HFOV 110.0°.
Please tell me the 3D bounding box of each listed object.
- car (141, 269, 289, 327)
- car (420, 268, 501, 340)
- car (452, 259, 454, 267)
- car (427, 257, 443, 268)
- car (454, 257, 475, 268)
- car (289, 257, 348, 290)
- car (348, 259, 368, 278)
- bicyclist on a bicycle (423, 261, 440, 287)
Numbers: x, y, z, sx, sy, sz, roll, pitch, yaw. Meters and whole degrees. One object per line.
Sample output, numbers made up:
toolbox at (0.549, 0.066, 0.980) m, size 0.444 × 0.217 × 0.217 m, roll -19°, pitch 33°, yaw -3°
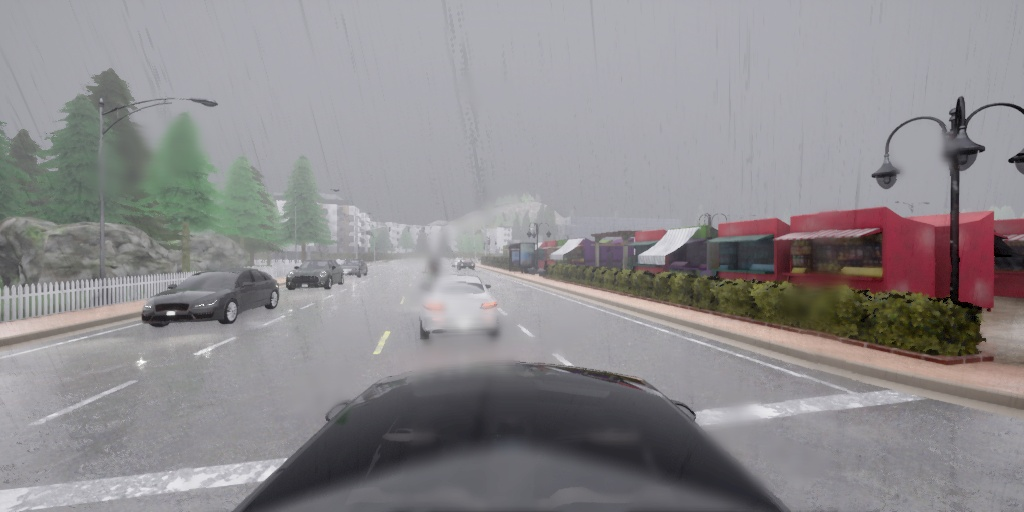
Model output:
car at (-9.201, 1.190, 11.465) m, size 1.837 × 1.490 × 4.892 m, roll 0°, pitch 0°, yaw -13°
car at (-1.487, 1.225, 9.761) m, size 1.812 × 1.442 × 4.674 m, roll 0°, pitch 0°, yaw -12°
car at (-7.706, 0.905, 52.624) m, size 1.812 × 1.442 × 4.674 m, roll 0°, pitch 0°, yaw -13°
car at (-10.919, 0.897, 50.798) m, size 1.837 × 1.490 × 4.892 m, roll 0°, pitch 0°, yaw -13°
car at (-5.677, 1.047, 43.744) m, size 1.895 × 1.301 × 4.718 m, roll 0°, pitch 0°, yaw -13°
car at (-11.417, 0.965, 21.062) m, size 2.097 × 1.767 × 4.553 m, roll 0°, pitch 0°, yaw -13°
car at (-13.627, 1.033, 30.681) m, size 2.128 × 1.511 × 4.902 m, roll 0°, pitch 0°, yaw -13°
bicyclist on a bicycle at (-4.333, 1.078, 19.607) m, size 0.582 × 1.620 × 1.656 m, roll 0°, pitch 1°, yaw 25°
